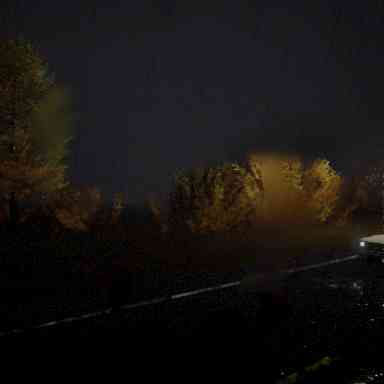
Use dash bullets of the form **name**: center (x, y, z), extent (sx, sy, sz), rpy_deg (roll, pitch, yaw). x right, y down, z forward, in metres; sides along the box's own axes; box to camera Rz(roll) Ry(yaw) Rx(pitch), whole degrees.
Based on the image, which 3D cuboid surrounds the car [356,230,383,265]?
- **car**: center (7.257, 1.654, 10.735), extent (4.718, 1.301, 1.895), rpy_deg (0, 0, -38)
